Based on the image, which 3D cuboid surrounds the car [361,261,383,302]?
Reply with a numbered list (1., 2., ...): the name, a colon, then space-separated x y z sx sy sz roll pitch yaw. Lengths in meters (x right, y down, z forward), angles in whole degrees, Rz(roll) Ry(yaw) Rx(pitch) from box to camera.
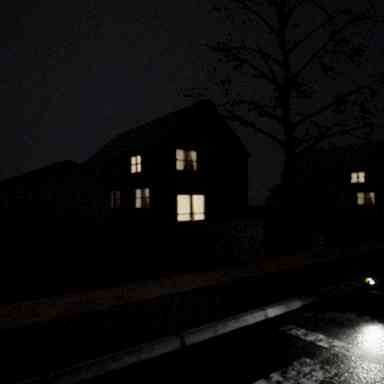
1. car: 6.093 1.731 7.835 5.357 1.411 2.033 1 -2 -38
